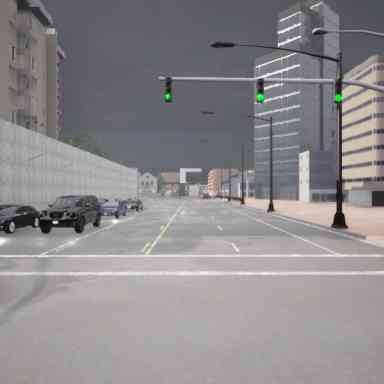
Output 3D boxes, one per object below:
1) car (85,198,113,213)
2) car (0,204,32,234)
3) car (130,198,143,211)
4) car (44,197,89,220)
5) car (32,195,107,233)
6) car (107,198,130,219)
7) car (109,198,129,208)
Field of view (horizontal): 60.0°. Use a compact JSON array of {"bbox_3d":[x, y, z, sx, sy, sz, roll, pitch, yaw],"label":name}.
[{"bbox_3d":[-10.609,1.505,38.305,1.837,1.490,4.892,0,0,0],"label":"car"},{"bbox_3d":[-10.608,1.505,19.419,1.837,1.490,4.892,0,0,0],"label":"car"},{"bbox_3d":[-7.107,1.491,40.034,2.128,1.511,4.902,0,0,0],"label":"car"},{"bbox_3d":[-10.611,1.352,28.487,2.097,1.767,4.553,0,0,0],"label":"car"},{"bbox_3d":[-7.104,1.221,20.051,2.150,2.045,5.566,0,0,0],"label":"car"},{"bbox_3d":[-7.111,1.526,29.692,1.812,1.442,4.674,0,0,0],"label":"car"},{"bbox_3d":[-10.576,1.601,48.365,1.895,1.301,4.718,0,0,0],"label":"car"}]
